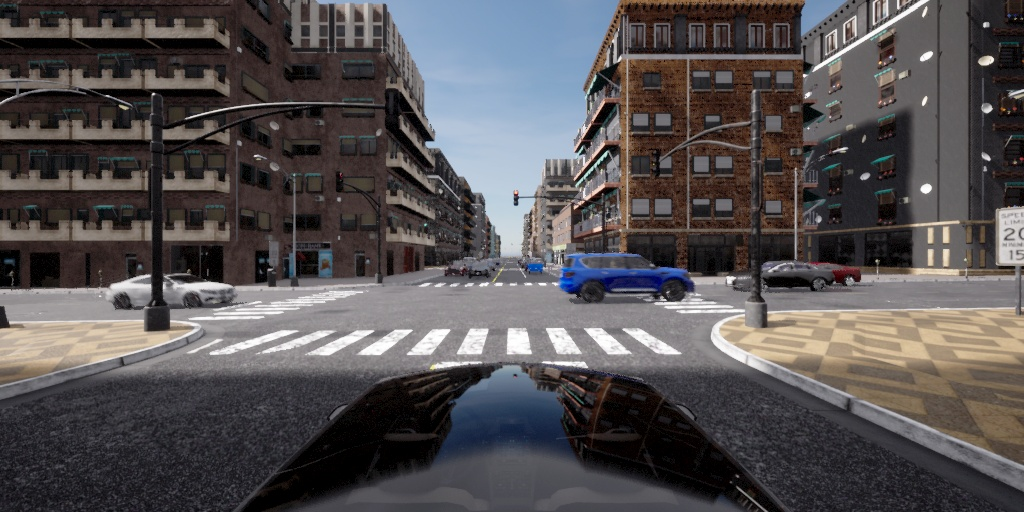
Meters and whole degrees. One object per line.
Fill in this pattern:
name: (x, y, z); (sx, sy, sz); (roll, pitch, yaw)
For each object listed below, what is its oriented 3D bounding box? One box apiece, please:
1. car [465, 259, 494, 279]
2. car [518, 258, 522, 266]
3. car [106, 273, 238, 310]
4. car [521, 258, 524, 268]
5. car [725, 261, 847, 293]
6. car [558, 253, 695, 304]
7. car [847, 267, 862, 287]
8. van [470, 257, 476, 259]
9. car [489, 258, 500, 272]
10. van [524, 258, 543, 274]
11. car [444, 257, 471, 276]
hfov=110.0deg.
car: (-2.929, 1.248, 33.180); (1.837, 1.490, 4.892); (0, 0, 0)
car: (2.419, 1.300, 58.236); (1.948, 1.339, 4.313); (0, 0, 0)
car: (-14.531, 1.462, 15.418); (4.674, 1.442, 1.812); (-1, 0, 0)
car: (2.541, 1.283, 47.074); (1.888, 1.381, 4.507); (0, 0, 0)
car: (13.592, 1.033, 18.357); (4.902, 1.511, 2.128); (-1, 0, 0)
car: (4.787, 0.890, 15.473); (5.566, 2.045, 2.150); (-1, 0, 0)
car: (17.550, 1.033, 20.827); (4.507, 1.381, 1.888); (0, 0, 0)
van: (-5.528, 1.079, 47.053); (1.690, 1.789, 3.998); (0, 0, 0)
car: (-2.966, 1.286, 45.834); (2.033, 1.411, 5.357); (0, 0, 0)
van: (2.592, 1.081, 40.870); (1.690, 1.789, 3.998); (0, 0, 0)
car: (-5.534, 1.182, 35.889); (1.967, 1.591, 4.097); (0, 0, 0)
